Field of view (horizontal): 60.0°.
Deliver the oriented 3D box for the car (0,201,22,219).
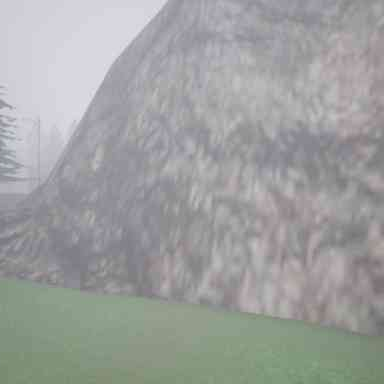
[{"bbox_3d":[-16.242,1.491,26.664,2.128,1.511,4.902,0,0,29],"label":"car"}]
